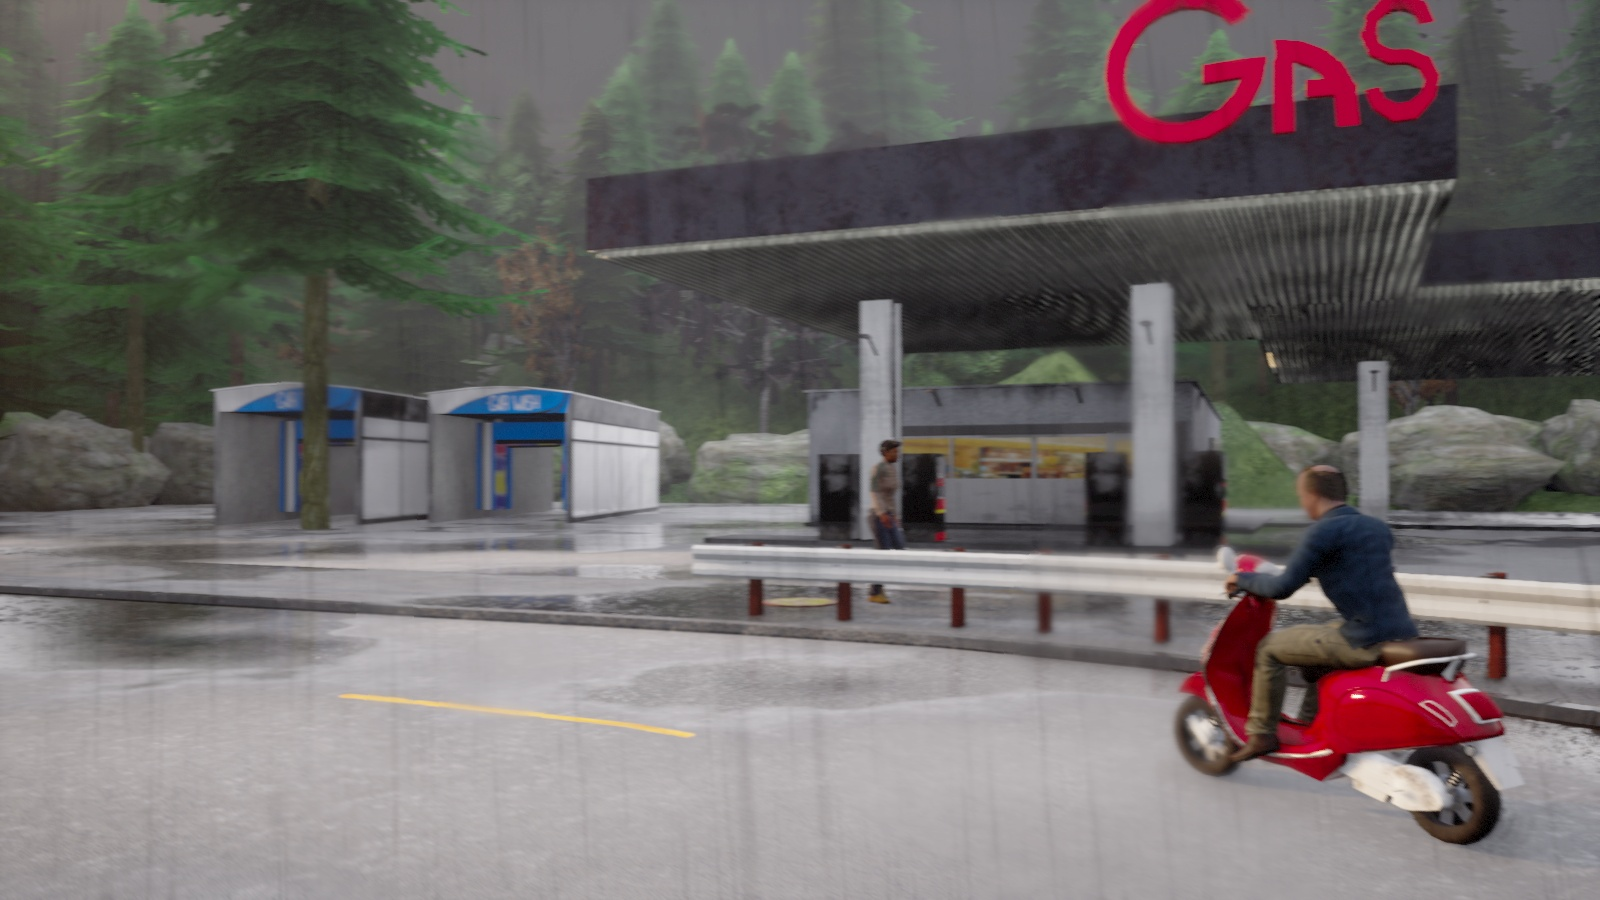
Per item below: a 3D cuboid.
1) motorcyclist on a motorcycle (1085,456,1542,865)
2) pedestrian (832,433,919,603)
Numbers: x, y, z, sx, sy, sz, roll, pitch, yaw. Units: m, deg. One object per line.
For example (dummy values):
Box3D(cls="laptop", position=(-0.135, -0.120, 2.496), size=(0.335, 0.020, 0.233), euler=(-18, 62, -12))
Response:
Box3D(cls="motorcyclist on a motorcycle", position=(2.331, 0.848, 5.956), size=(0.866, 1.590, 1.817), euler=(-2, 0, -29))
Box3D(cls="pedestrian", position=(0.825, 0.732, 13.749), size=(0.869, 1.805, 0.328), euler=(-1, -1, 29))
